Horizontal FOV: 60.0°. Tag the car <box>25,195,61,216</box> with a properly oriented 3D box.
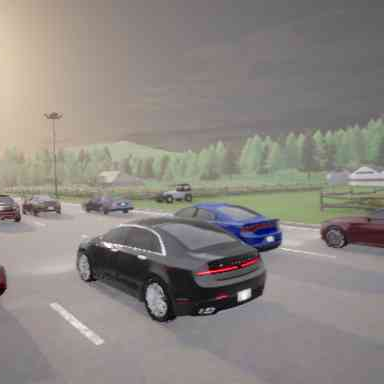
[{"bbox_3d":[-11.277,0.942,24.832,1.812,1.442,4.674,-3,3,-40],"label":"car"}]

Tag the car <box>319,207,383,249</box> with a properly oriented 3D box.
[{"bbox_3d":[6.068,1.032,9.589,1.812,1.442,4.674,-3,3,-40],"label":"car"}]

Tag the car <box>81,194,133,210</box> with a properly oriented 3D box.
[{"bbox_3d":[-6.256,0.858,24.287,2.033,1.411,5.357,-3,3,-40],"label":"car"}]

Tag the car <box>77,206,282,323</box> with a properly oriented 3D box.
[{"bbox_3d":[-0.776,1.275,6.861,1.837,1.490,4.892,-3,3,-40],"label":"car"}]

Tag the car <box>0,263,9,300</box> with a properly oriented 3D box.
[{"bbox_3d":[-5.278,1.484,6.794,1.895,1.301,4.718,-3,3,-40],"label":"car"}]

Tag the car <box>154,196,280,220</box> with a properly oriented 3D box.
[{"bbox_3d":[0.492,1.081,10.792,1.882,1.535,5.008,-3,3,-40],"label":"car"}]

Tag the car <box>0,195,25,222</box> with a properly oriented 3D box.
[{"bbox_3d":[-12.121,0.941,20.384,2.097,1.767,4.553,-3,3,-40],"label":"car"}]

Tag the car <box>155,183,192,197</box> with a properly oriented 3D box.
[{"bbox_3d":[-1.671,0.128,32.517,3.866,1.878,1.905,-3,3,-40],"label":"car"}]
